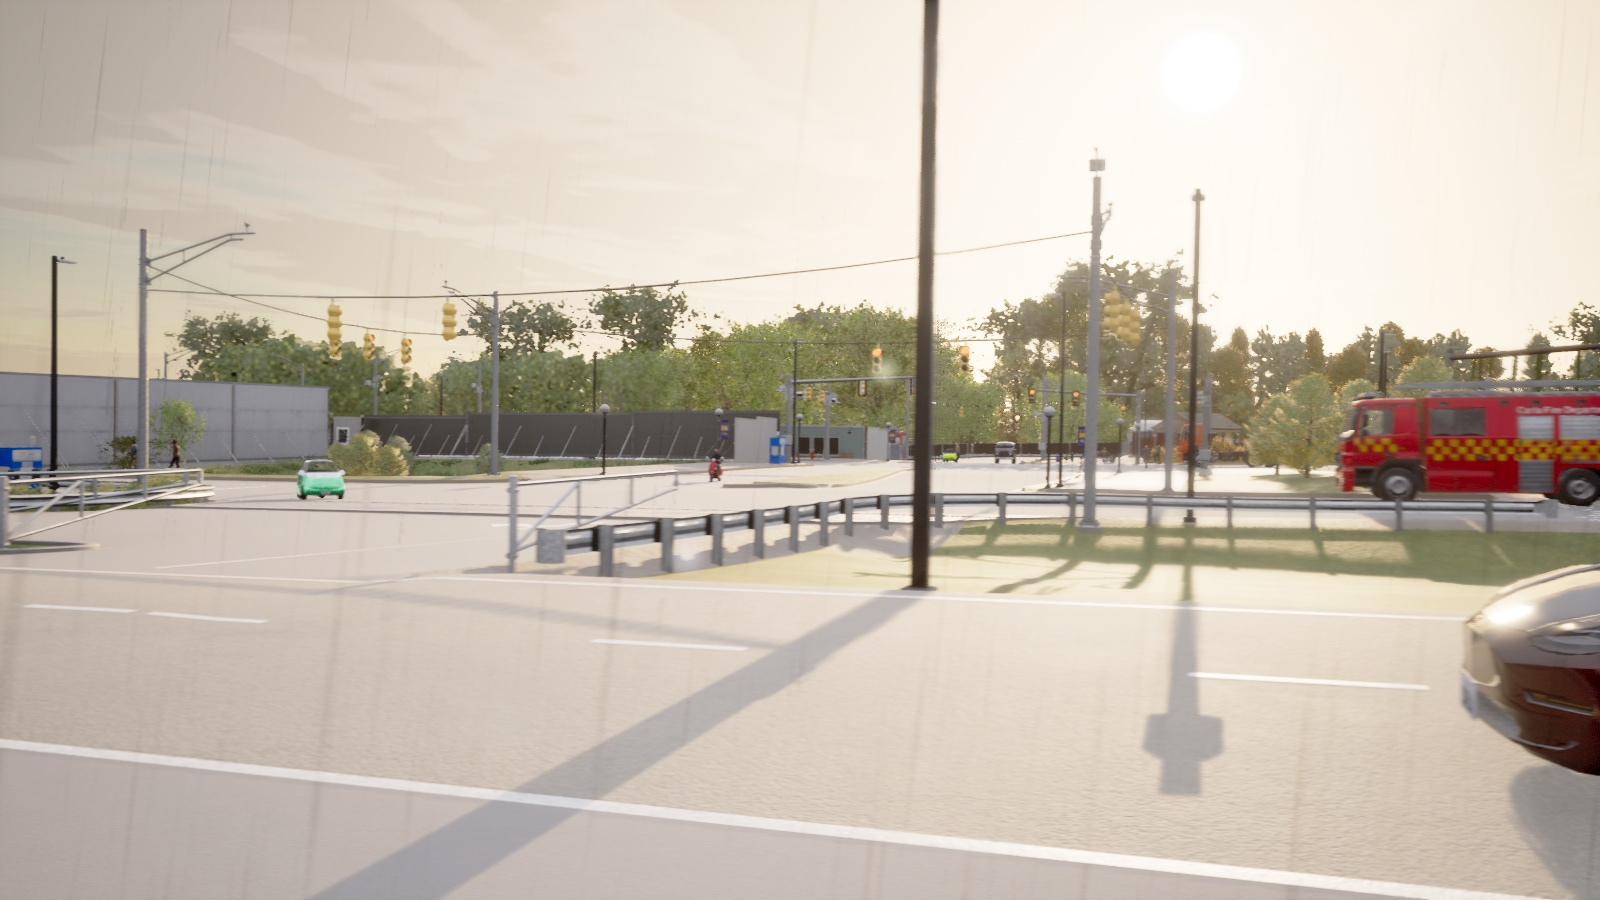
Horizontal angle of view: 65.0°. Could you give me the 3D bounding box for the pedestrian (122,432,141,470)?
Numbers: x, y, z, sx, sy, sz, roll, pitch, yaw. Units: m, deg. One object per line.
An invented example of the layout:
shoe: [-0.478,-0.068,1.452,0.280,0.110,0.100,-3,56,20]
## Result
pedestrian: [-34.893,0.054,65.537,0.788,1.949,0.423,2,1,18]

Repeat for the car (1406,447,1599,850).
car: [5.251,0.765,5.091,4.792,1.488,2.163,1,1,19]

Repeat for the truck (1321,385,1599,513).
truck: [21.292,-0.054,40.000,8.468,3.827,2.891,0,1,18]

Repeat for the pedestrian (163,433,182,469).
pedestrian: [-32.083,0.062,64.165,0.869,1.805,0.328,2,1,17]

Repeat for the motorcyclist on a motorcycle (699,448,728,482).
motorcyclist on a motorcycle: [-4.138,0.719,60.333,0.866,1.590,1.817,1,1,14]

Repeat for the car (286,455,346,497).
car: [-16.640,0.889,43.148,1.481,1.376,2.207,1,-1,-33]
